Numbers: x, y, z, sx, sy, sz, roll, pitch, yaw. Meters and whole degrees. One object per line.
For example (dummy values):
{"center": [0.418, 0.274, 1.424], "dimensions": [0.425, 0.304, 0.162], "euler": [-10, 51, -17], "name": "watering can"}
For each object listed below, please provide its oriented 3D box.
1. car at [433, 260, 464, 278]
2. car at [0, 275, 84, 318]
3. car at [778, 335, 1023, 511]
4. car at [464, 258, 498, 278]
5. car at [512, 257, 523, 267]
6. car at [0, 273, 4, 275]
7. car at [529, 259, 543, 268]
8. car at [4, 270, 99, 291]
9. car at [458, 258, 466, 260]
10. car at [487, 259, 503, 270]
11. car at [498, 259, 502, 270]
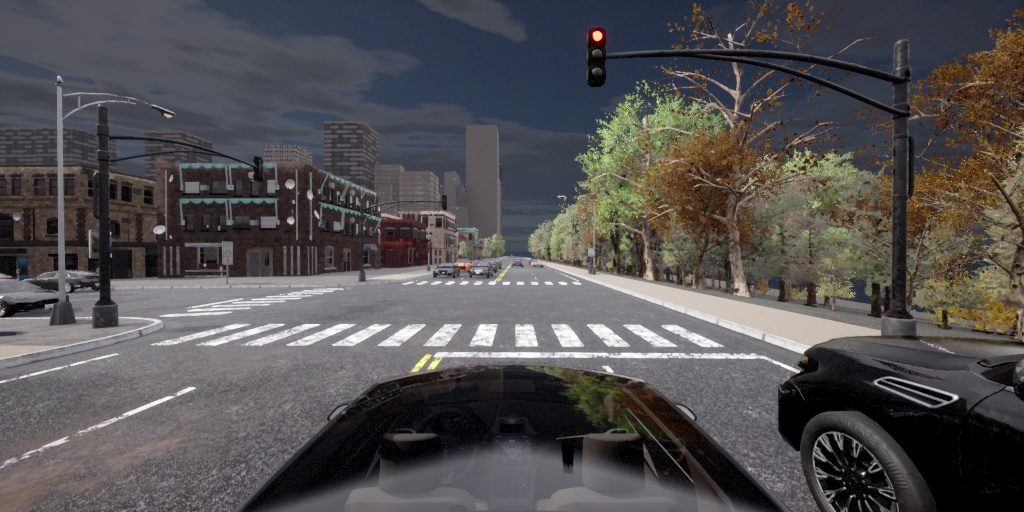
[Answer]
{"center": [-6.082, 1.304, 33.764], "dimensions": [1.994, 1.385, 4.181], "euler": [0, 0, 1], "name": "car"}
{"center": [-19.767, 1.565, 13.713], "dimensions": [4.313, 1.339, 1.948], "euler": [0, 0, 1], "name": "car"}
{"center": [3.322, 0.972, 0.675], "dimensions": [2.150, 2.045, 5.566], "euler": [0, 0, 1], "name": "car"}
{"center": [-2.821, 1.231, 33.779], "dimensions": [2.128, 1.511, 4.902], "euler": [0, 0, 3], "name": "car"}
{"center": [0.999, 1.252, 63.801], "dimensions": [1.812, 1.442, 4.674], "euler": [0, 0, 1], "name": "car"}
{"center": [-33.494, 1.654, 22.458], "dimensions": [4.207, 1.307, 1.802], "euler": [0, 0, 1], "name": "car"}
{"center": [4.313, 1.329, 61.397], "dimensions": [1.895, 1.301, 4.718], "euler": [0, 0, 1], "name": "car"}
{"center": [-27.959, 1.560, 22.360], "dimensions": [4.403, 1.370, 2.007], "euler": [0, 0, 1], "name": "car"}
{"center": [-5.916, 1.088, 43.760], "dimensions": [2.097, 1.767, 4.553], "euler": [0, 0, 1], "name": "car"}
{"center": [-2.505, 1.223, 53.512], "dimensions": [2.128, 1.511, 4.902], "euler": [0, 0, 1], "name": "car"}
{"center": [-2.675, 1.227, 43.270], "dimensions": [2.128, 1.511, 4.902], "euler": [0, 0, 1], "name": "car"}
